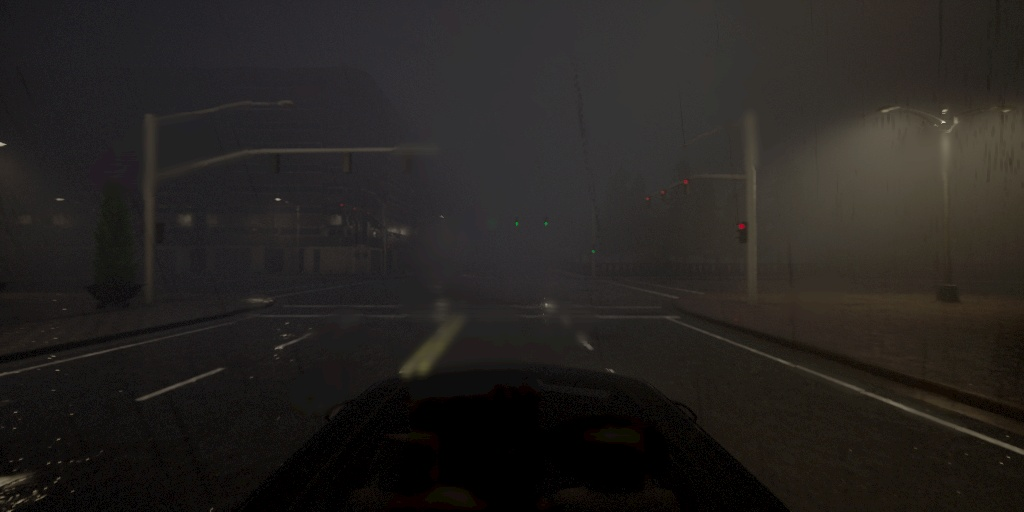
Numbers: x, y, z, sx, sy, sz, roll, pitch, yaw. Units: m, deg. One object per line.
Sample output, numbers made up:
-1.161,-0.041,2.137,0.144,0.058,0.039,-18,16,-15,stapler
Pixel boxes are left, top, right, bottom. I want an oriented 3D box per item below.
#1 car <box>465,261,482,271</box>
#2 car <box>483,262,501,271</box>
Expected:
-7.046,1.677,63.550,2.097,1.767,4.553,0,-1,0,car
-3.546,1.886,63.471,1.994,1.385,4.181,0,-1,1,car
